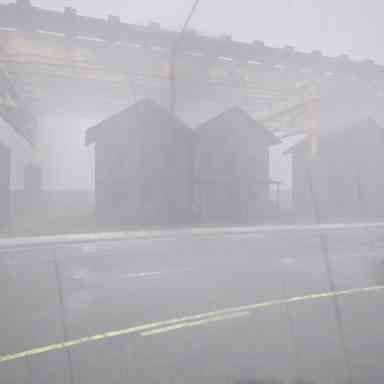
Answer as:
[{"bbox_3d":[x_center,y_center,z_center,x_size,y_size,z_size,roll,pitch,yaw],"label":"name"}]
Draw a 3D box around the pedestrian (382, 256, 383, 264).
[{"bbox_3d":[4.498,1.674,7.488,0.500,1.100,0.500,0,0,-19],"label":"pedestrian"}]
